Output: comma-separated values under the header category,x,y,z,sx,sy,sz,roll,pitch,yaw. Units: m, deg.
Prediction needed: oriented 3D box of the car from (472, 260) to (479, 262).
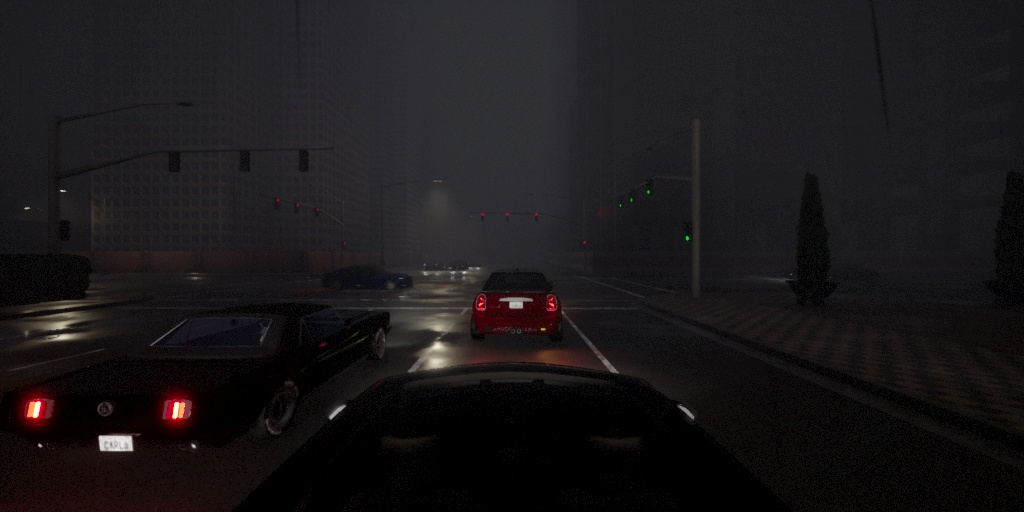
category,x,y,z,sx,sy,sz,roll,pitch,yaw
car,-6.755,1.347,64.970,1.895,1.301,4.718,0,0,2

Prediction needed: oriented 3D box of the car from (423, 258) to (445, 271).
category,x,y,z,sx,sy,sz,roll,pitch,yaw
car,-10.589,1.099,48.871,2.097,1.767,4.553,0,0,1

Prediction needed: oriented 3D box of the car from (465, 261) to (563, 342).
category,x,y,z,sx,sy,sz,roll,pitch,yaw
car,0.196,1.102,10.011,2.097,1.767,4.553,0,0,3

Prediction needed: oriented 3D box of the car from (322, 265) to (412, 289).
category,x,y,z,sx,sy,sz,roll,pitch,yaw
car,-8.439,1.278,21.039,5.008,1.535,1.882,0,0,1

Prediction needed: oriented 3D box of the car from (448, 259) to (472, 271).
category,x,y,z,sx,sy,sz,roll,pitch,yaw
car,-7.086,1.251,49.040,1.837,1.490,4.892,0,0,1

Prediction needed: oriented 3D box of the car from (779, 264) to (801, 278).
category,x,y,z,sx,sy,sz,roll,pitch,yaw
car,26.141,1.253,31.322,4.892,1.490,1.837,0,0,1

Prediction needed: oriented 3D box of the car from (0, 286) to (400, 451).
category,x,y,z,sx,sy,sz,roll,pitch,yaw
car,-3.429,1.351,5.354,1.895,1.301,4.718,0,0,1

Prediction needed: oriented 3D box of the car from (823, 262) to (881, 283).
category,x,y,z,sx,sy,sz,roll,pitch,yaw
car,25.806,1.312,27.824,4.181,1.385,1.994,0,0,1
